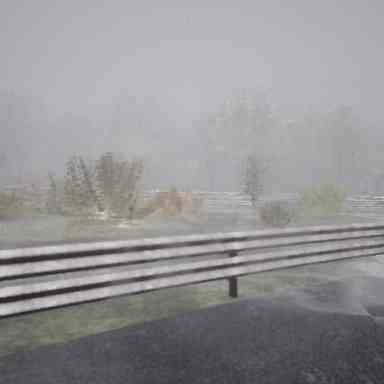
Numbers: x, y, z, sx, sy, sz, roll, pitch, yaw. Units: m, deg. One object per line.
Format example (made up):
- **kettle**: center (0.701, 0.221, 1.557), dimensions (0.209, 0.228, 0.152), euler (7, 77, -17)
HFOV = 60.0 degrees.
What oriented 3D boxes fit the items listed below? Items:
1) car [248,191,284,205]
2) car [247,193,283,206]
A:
- **car**: center (10.037, 0.755, 45.100), dimensions (4.553, 1.767, 2.097), euler (1, 1, 13)
- **car**: center (9.301, 0.974, 41.681), dimensions (4.902, 1.511, 2.128), euler (2, 1, 13)
